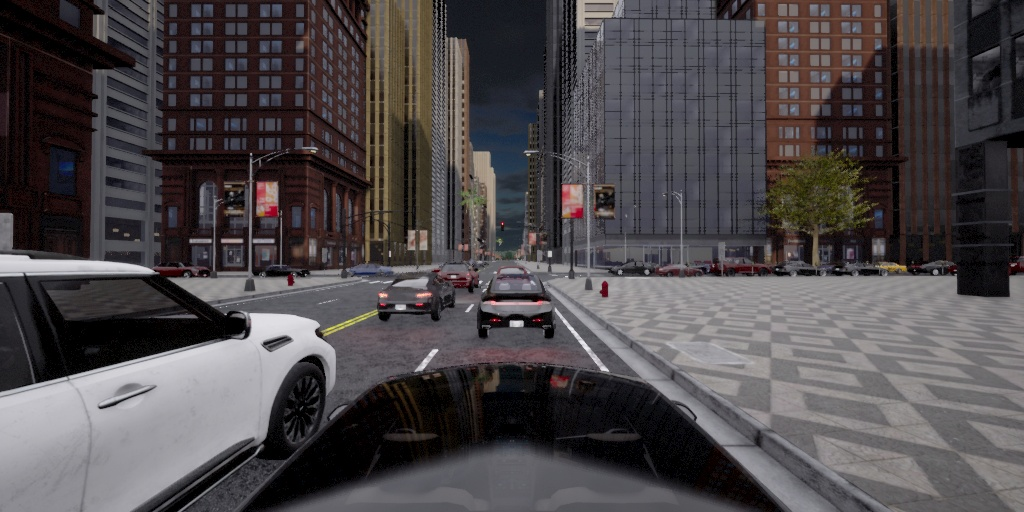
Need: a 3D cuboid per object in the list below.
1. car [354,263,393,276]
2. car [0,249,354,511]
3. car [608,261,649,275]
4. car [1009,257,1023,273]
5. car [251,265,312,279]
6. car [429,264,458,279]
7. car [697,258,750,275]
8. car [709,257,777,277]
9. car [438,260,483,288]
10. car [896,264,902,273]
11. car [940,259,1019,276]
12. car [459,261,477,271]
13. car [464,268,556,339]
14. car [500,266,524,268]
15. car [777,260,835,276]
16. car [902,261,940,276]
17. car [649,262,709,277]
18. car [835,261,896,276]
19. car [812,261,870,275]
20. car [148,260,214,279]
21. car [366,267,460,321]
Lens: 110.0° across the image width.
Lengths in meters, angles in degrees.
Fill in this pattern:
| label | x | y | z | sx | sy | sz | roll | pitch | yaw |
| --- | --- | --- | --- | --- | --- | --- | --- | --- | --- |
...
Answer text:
| label | x | y | z | sx | sy | sz | roll | pitch | yaw |
| --- | --- | --- | --- | --- | --- | --- | --- | --- | --- |
| car | -15.232 | 1.463 | 37.841 | 5.357 | 1.411 | 2.033 | -1 | -1 | -12 |
| car | -3.150 | 0.972 | 1.866 | 2.150 | 2.045 | 5.566 | 0 | 0 | 0 |
| car | 12.851 | 1.326 | 38.718 | 4.892 | 1.490 | 1.837 | 0 | -1 | -1 |
| car | 49.145 | 0.971 | 33.502 | 5.009 | 1.841 | 2.192 | 0 | 0 | -1 |
| car | -22.397 | 1.526 | 35.011 | 4.718 | 1.301 | 1.895 | 0 | -1 | -3 |
| car | -6.603 | 1.447 | 35.000 | 1.895 | 1.301 | 4.718 | 0 | 0 | 0 |
| car | 22.878 | 1.140 | 38.873 | 4.553 | 1.767 | 2.097 | 0 | -1 | -1 |
| car | 20.957 | 1.040 | 33.067 | 5.009 | 1.841 | 2.192 | 0 | 0 | -1 |
| car | -3.148 | 1.141 | 21.417 | 2.097 | 1.767 | 4.553 | 0 | 0 | 0 |
| car | 43.211 | 1.294 | 41.936 | 4.829 | 1.417 | 1.751 | 0 | 0 | -1 |
| car | 43.507 | 1.212 | 33.416 | 4.507 | 1.381 | 1.888 | 0 | 0 | -1 |
| car | -6.590 | 1.476 | 54.399 | 2.128 | 1.511 | 4.902 | 0 | 0 | 0 |
| car | 0.099 | 1.248 | 10.124 | 2.128 | 1.511 | 4.902 | 0 | 0 | 0 |
| car | 0.001 | 1.259 | 19.625 | 1.882 | 1.535 | 5.008 | 0 | 0 | 0 |
| car | 26.594 | 1.274 | 33.154 | 4.313 | 1.339 | 1.948 | 0 | 0 | -1 |
| car | 42.856 | 1.204 | 36.031 | 4.892 | 1.490 | 1.837 | 0 | -1 | -1 |
| car | 15.318 | 1.326 | 32.980 | 4.207 | 1.307 | 1.802 | 0 | 0 | -1 |
| car | 32.231 | 1.258 | 33.241 | 4.313 | 1.339 | 1.948 | 0 | 0 | -1 |
| car | 35.784 | 1.279 | 39.056 | 4.674 | 1.442 | 1.812 | -1 | -1 | 0 |
| car | -32.215 | 1.322 | 35.023 | 4.553 | 1.767 | 2.097 | 0 | -1 | 0 |
| car | -3.149 | 1.287 | 12.437 | 1.812 | 1.442 | 4.674 | 0 | 0 | 0 |
